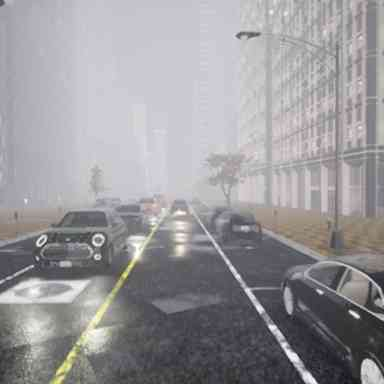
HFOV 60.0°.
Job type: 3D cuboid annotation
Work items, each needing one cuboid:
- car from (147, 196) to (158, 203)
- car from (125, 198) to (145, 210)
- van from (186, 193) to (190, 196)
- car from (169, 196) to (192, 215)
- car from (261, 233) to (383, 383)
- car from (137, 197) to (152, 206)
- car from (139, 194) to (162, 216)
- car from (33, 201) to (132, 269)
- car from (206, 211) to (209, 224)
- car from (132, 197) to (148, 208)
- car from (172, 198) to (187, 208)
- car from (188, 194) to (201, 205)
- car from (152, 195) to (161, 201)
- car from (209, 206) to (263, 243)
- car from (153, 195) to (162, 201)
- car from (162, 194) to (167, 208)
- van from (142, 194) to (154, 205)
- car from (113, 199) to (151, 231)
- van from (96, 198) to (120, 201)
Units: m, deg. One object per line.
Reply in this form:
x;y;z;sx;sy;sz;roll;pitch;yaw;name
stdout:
-8.453;1.536;71.690;1.887;1.381;4.507;-1;0;-2;car
-7.360;1.543;43.586;2.008;1.369;4.403;-1;0;-2;car
-0.741;1.287;88.879;1.690;1.788;3.998;-1;0;-2;van
-1.243;1.467;34.106;1.837;1.490;4.892;0;0;-1;car
2.544;1.528;4.565;2.008;1.369;4.403;-1;0;-2;car
-7.798;1.535;54.828;1.887;1.381;4.507;-1;0;-2;car
-4.241;1.334;31.465;2.097;1.767;4.553;0;0;-2;car
-3.500;1.355;11.242;2.097;1.767;4.553;0;0;-2;car
1.888;1.522;21.429;1.947;1.339;4.313;-1;0;-2;car
-7.573;1.516;49.038;1.752;1.417;4.829;-1;0;-2;car
-1.762;1.556;47.393;1.895;1.301;4.718;0;0;-2;car
0.577;1.520;55.154;1.802;1.307;4.206;-1;0;-2;car
-8.890;1.546;82.932;2.008;1.369;4.403;-1;0;-2;car
2.107;1.528;15.808;1.947;1.339;4.313;-1;0;-2;car
-9.109;1.549;88.553;2.008;1.369;4.403;-1;0;-2;car
-4.872;1.285;49.093;2.150;2.045;5.566;0;0;-2;car
-8.021;1.331;60.448;1.690;1.788;3.998;-1;0;-2;van
-3.854;1.470;20.569;1.882;1.535;5.008;0;0;-2;car
-6.709;1.343;26.724;1.690;1.788;3.998;-1;0;-2;van
